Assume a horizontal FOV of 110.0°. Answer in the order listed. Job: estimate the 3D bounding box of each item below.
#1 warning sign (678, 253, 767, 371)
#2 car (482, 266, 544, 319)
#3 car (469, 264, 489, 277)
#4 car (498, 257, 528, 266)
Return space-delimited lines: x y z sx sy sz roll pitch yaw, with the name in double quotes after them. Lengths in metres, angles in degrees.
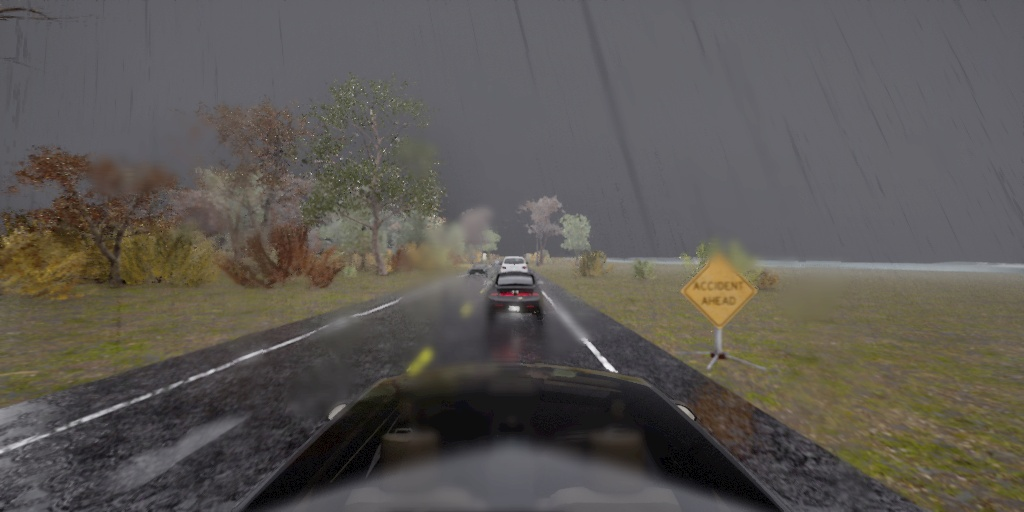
3.560 0.885 6.184 1.300 1.860 1.060 0 0 0 "warning sign"
0.114 1.304 12.985 1.837 1.490 4.892 0 0 0 "car"
-3.496 1.503 38.301 1.895 1.301 4.718 0 0 0 "car"
0.174 1.095 30.928 2.150 2.045 5.566 0 0 0 "car"
